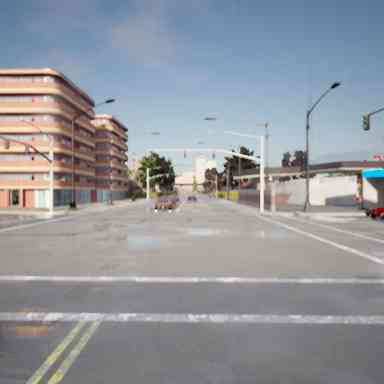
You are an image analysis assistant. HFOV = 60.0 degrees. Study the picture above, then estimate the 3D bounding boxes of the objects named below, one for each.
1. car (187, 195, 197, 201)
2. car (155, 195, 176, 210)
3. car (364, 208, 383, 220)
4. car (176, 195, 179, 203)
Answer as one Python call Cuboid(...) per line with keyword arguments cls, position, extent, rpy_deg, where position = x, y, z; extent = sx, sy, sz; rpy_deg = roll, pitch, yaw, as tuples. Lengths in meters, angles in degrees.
Cuboid(cls="car", position=(0.047, 1.268, 71.080), extent=(1.812, 1.442, 4.674), rpy_deg=(0, 0, 0))
Cuboid(cls="car", position=(-3.557, 1.309, 42.967), extent=(2.097, 1.767, 4.553), rpy_deg=(0, 0, 0))
Cuboid(cls="car", position=(16.553, 1.574, 26.693), extent=(4.718, 1.301, 1.895), rpy_deg=(0, 0, 1))
Cuboid(cls="car", position=(-3.548, 1.547, 53.010), extent=(1.895, 1.301, 4.718), rpy_deg=(0, 0, 0))
